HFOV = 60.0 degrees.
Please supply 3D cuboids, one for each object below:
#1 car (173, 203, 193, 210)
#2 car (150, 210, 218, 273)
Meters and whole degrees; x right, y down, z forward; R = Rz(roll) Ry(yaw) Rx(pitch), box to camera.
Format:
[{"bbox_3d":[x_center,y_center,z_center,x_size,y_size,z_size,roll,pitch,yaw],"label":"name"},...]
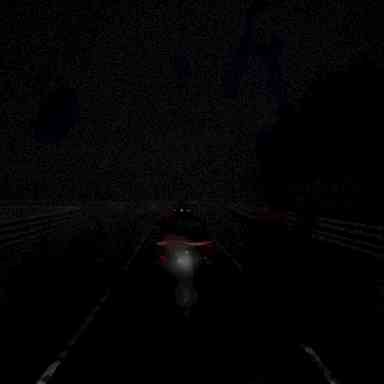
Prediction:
[{"bbox_3d":[-0.880,1.755,32.915,2.033,1.411,5.357,0,0,2],"label":"car"},{"bbox_3d":[-0.296,1.568,10.905,2.128,1.511,4.902,0,0,-3],"label":"car"}]
